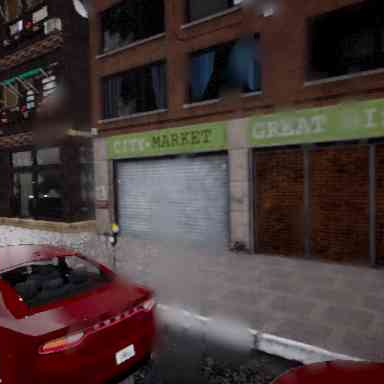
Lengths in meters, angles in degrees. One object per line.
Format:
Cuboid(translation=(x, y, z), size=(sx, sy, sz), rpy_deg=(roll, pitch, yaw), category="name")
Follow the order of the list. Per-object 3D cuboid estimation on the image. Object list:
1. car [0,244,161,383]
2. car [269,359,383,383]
Cuboid(translation=(-2.469, 1.392, 4.455), size=(4.507, 1.381, 1.887), rpy_deg=(1, 2, 35), category="car")
Cuboid(translation=(2.196, 1.481, 1.198), size=(4.206, 1.307, 1.802), rpy_deg=(1, 2, 35), category="car")
